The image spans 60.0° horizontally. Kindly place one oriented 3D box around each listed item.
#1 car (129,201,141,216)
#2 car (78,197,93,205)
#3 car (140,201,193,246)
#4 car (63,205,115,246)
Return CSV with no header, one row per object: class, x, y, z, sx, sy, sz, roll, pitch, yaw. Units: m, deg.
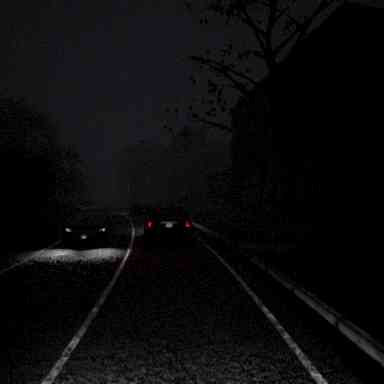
car,-5.299,1.623,34.289,1.882,1.535,5.008,2,-1,-16
car,-17.771,1.562,55.496,1.812,1.442,4.674,3,-1,-27
car,-1.232,1.406,15.751,2.097,1.767,4.553,1,0,-8
car,-4.680,1.545,15.700,1.812,1.442,4.674,1,0,-8
